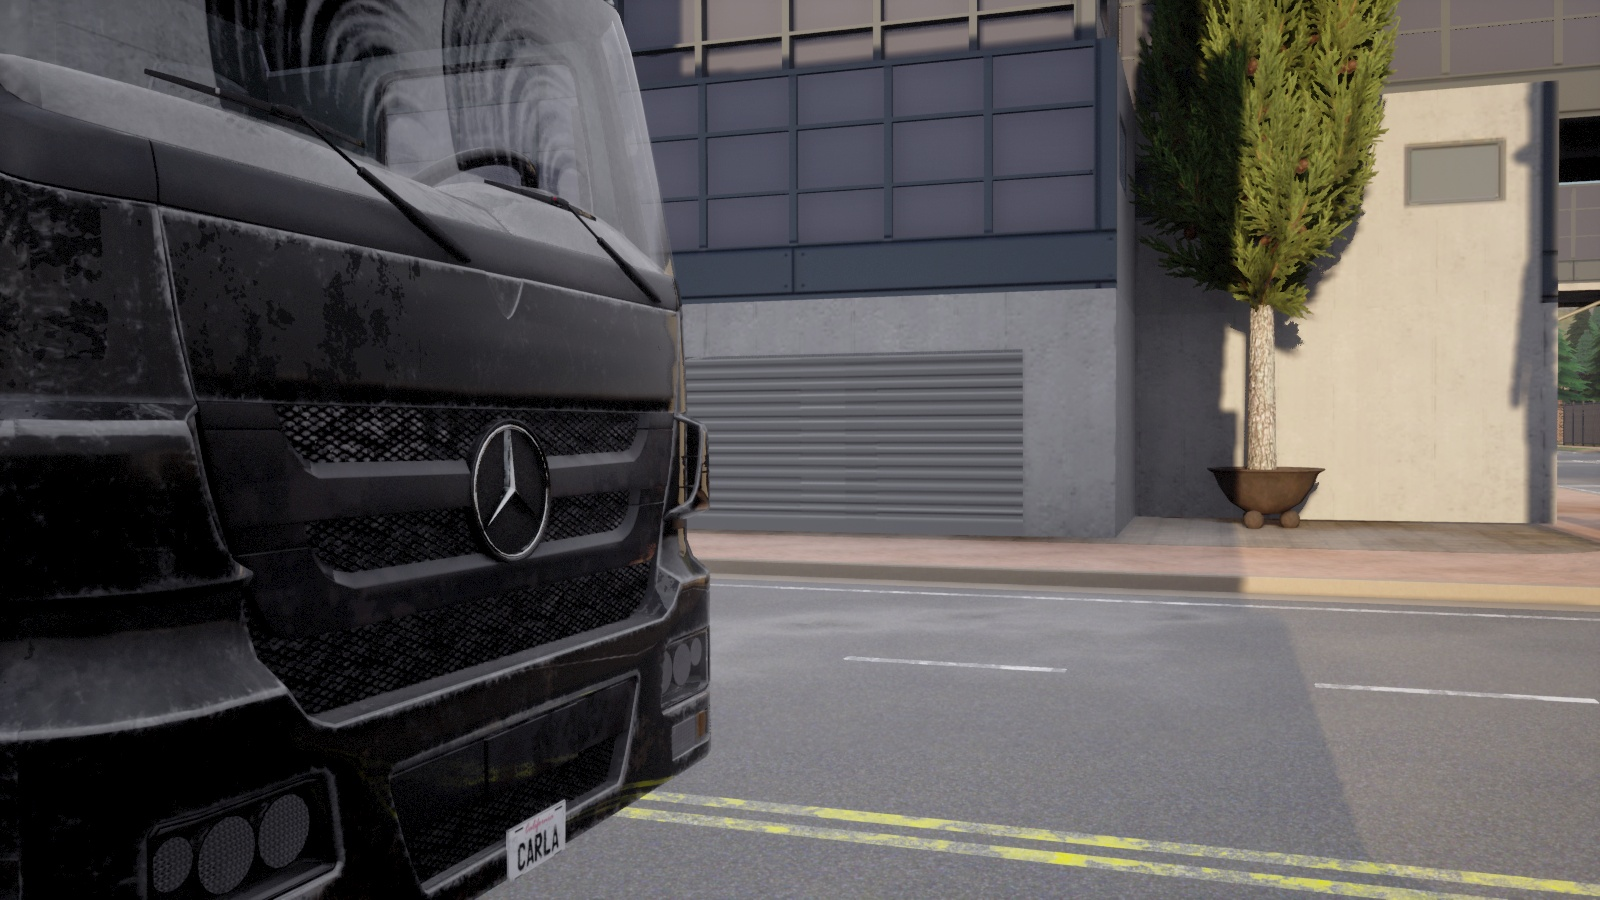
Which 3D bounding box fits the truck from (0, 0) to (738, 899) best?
[{"bbox_3d":[-4.464,-0.248,4.736,7.936,3.462,2.891,1,1,20],"label":"truck"}]
